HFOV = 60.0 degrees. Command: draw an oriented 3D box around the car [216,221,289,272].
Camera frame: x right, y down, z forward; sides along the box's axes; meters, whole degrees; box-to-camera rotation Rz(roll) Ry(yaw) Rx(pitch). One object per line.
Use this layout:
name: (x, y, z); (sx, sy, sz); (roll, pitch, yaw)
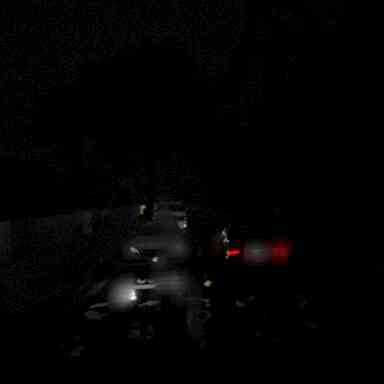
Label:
car: (1.855, 1.689, 11.251); (2.033, 1.411, 5.357); (-2, -1, 3)

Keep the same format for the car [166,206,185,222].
car: (-1.699, 2.265, 35.356); (1.837, 1.490, 4.892); (-2, -1, -1)

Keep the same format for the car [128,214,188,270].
car: (-1.145, 1.786, 12.267); (1.812, 1.442, 4.674); (-2, -1, -1)

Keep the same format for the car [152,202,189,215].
car: (-1.410, 1.692, 22.733); (2.150, 2.045, 5.566); (-2, -1, -1)
